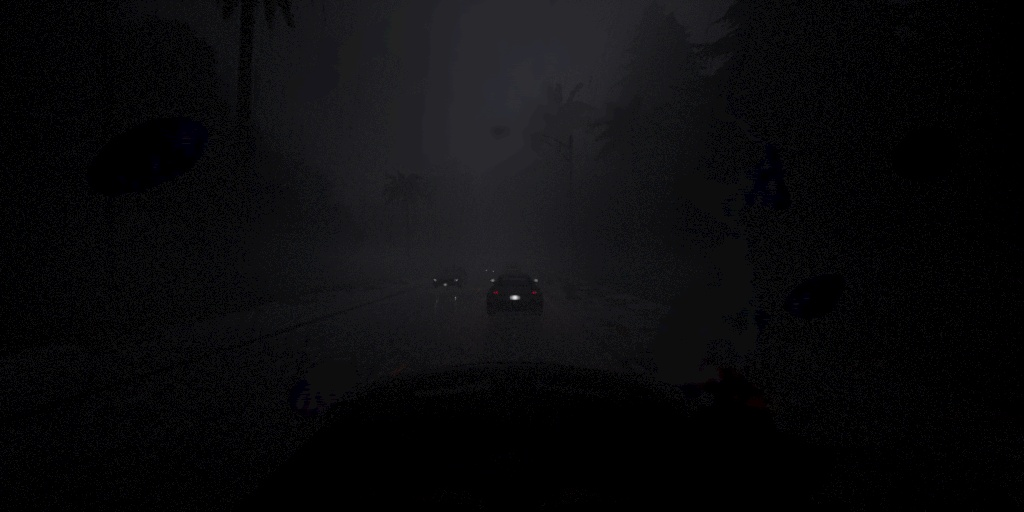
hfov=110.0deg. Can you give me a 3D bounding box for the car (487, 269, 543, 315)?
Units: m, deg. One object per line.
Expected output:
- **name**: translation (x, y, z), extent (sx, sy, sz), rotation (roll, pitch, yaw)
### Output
- **car**: translation (0.097, 1.367, 13.959), extent (1.994, 1.385, 4.181), rotation (0, 0, 0)

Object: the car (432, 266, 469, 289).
- **car**: translation (-4.105, 1.397, 24.723), extent (2.033, 1.411, 5.357), rotation (0, 0, 0)

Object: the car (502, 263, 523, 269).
- **car**: translation (0.080, 1.404, 36.001), extent (1.837, 1.490, 4.892), rotation (0, 0, 0)
